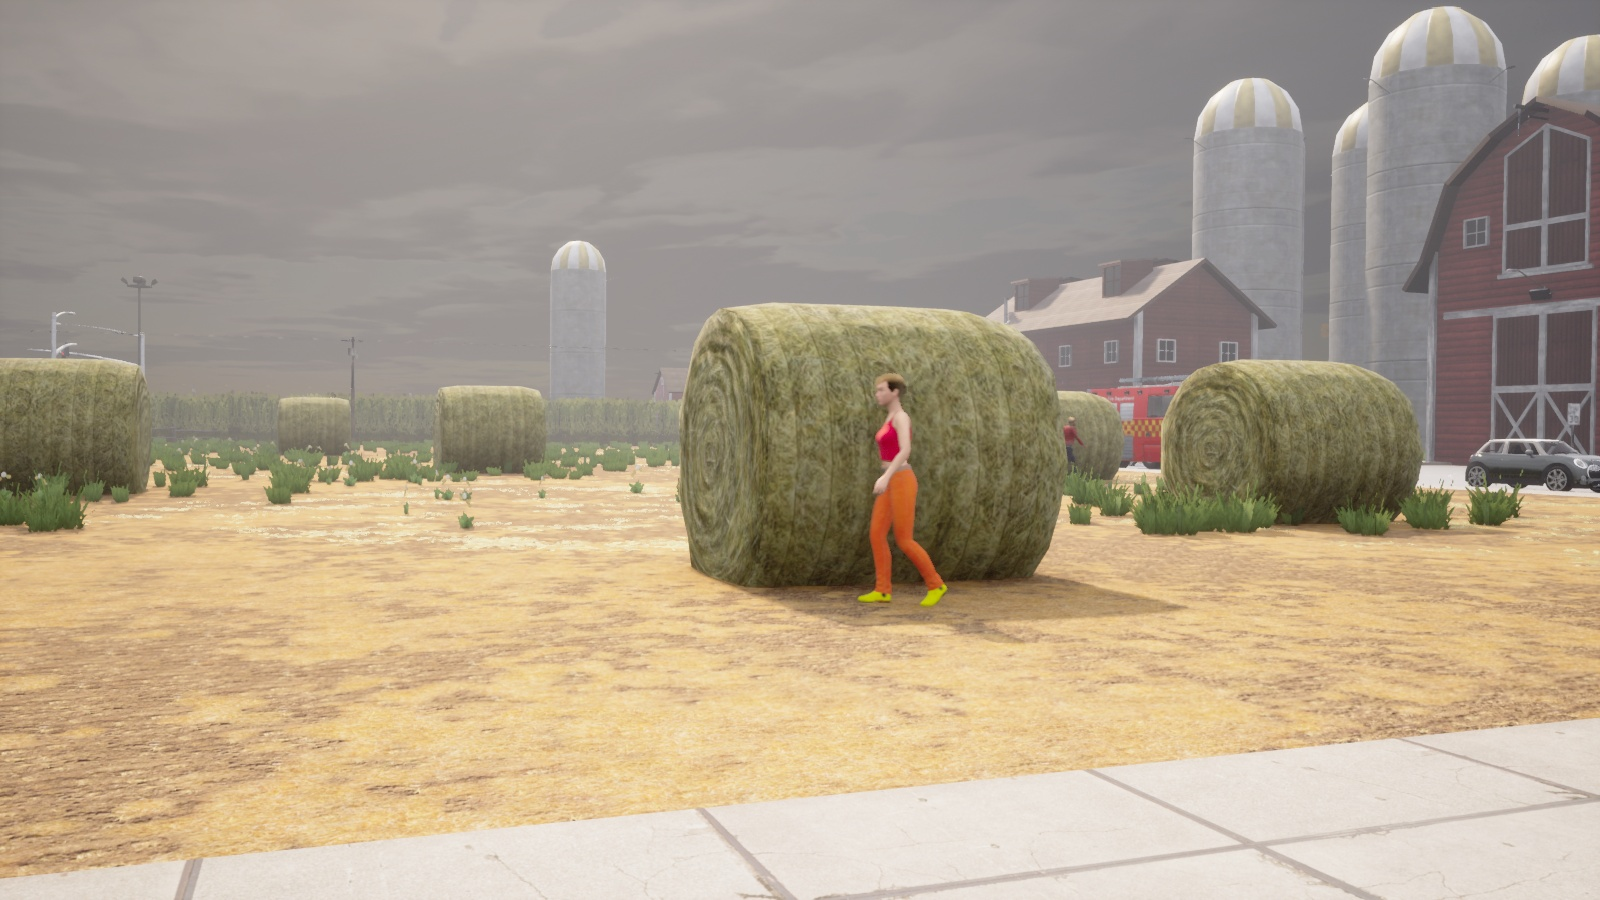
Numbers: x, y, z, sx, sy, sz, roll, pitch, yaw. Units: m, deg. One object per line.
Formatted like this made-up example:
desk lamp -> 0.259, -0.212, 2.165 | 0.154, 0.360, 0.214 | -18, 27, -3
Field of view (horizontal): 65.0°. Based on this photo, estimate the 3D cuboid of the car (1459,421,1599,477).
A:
car -> 20.982, -0.067, 35.478 | 1.970, 1.475, 3.806 | -1, 1, -22

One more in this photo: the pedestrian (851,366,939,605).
pedestrian -> 0.742, 0.265, 9.867 | 0.594, 1.836, 0.345 | -1, 1, -12

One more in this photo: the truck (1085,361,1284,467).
truck -> 15.082, -1.387, 50.129 | 2.891, 3.827, 8.468 | -2, 1, -22

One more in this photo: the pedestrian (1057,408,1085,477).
pedestrian -> 7.235, -0.201, 33.577 | 0.636, 1.846, 0.331 | -1, 1, -16
